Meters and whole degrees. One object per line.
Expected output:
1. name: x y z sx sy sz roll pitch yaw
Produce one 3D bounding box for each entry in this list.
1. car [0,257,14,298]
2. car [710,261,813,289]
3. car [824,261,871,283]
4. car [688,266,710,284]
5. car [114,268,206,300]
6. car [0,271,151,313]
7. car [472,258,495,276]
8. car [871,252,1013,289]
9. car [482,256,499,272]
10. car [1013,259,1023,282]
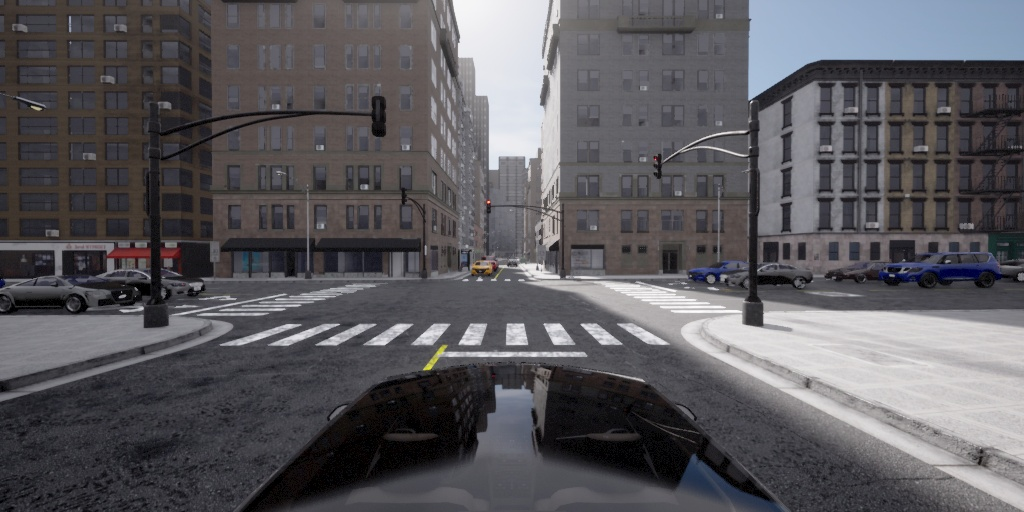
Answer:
1. car: -28.585 1.116 17.473 5.566 2.045 2.150 -1 1 0
2. car: 14.862 1.124 21.132 4.902 1.511 2.128 0 1 0
3. car: 24.585 1.079 24.432 5.357 1.411 2.033 0 1 -1
4. car: 14.627 1.076 24.382 5.008 1.535 1.882 0 1 0
5. car: -17.790 1.335 17.538 4.902 1.511 2.128 0 1 1
6. car: -17.522 1.441 14.279 4.181 1.385 1.994 0 1 0
7. car: -3.100 1.234 37.548 1.882 1.535 5.008 0 0 0
8. car: 25.175 0.784 21.175 5.566 2.045 2.150 0 1 -1
9. car: -3.104 0.984 47.504 2.150 2.045 5.566 0 0 0
10. car: 34.974 0.962 24.467 4.892 1.490 1.837 0 1 0
